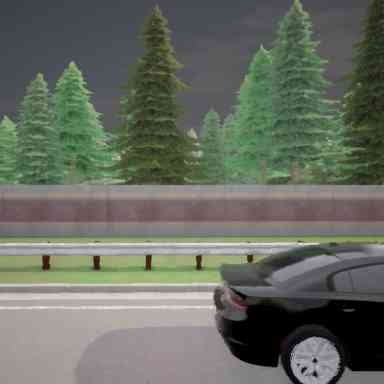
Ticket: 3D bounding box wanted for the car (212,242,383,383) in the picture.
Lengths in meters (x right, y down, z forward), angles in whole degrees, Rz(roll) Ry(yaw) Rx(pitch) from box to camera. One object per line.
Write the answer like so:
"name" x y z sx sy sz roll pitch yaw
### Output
"car" 2.802 1.476 4.661 5.008 1.535 1.882 0 0 -1
